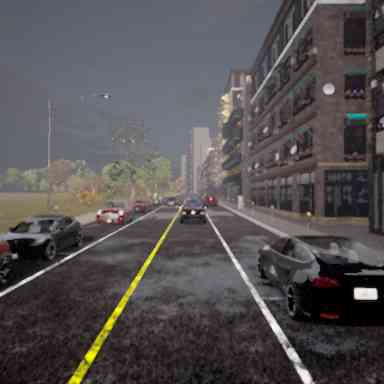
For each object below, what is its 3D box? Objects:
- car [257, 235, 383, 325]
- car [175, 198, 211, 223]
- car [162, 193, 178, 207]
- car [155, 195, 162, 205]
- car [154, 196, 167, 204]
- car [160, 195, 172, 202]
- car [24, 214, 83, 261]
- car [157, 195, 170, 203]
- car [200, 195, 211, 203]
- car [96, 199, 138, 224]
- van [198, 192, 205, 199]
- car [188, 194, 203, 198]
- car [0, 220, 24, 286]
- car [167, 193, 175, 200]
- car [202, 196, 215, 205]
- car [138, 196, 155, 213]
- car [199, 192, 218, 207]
[{"bbox_3d":[2.569,1.533,7.001,1.947,1.339,4.313,1,0,0],"label":"car"},{"bbox_3d":[0.083,1.435,24.552,2.033,1.411,5.357,0,0,0],"label":"car"},{"bbox_3d":[-2.864,1.312,47.817,1.812,1.442,4.674,0,0,0],"label":"car"},{"bbox_3d":[-5.340,1.321,51.611,2.008,1.369,4.403,1,0,0],"label":"car"},{"bbox_3d":[-5.344,1.328,57.265,1.802,1.307,4.206,1,0,0],"label":"car"},{"bbox_3d":[-5.351,1.250,68.573,2.008,1.369,4.403,1,0,0],"label":"car"},{"bbox_3d":[-5.315,1.511,12.034,1.947,1.339,4.313,1,0,0],"label":"car"},{"bbox_3d":[-5.347,1.268,62.919,1.887,1.381,4.507,1,0,0],"label":"car"},{"bbox_3d":[2.532,1.285,63.610,1.947,1.339,4.313,1,0,0],"label":"car"},{"bbox_3d":[-5.321,1.335,23.341,1.967,1.590,4.097,1,0,0],"label":"car"},{"bbox_3d":[2.520,0.967,86.253,1.690,1.788,3.998,1,0,0],"label":"van"},{"bbox_3d":[0.074,1.340,41.107,1.812,1.442,4.674,0,0,0],"label":"car"},{"bbox_3d":[-5.310,1.411,6.379,1.967,1.590,4.097,1,0,0],"label":"car"},{"bbox_3d":[-5.360,1.070,85.534,1.967,1.590,4.097,1,0,0],"label":"car"},{"bbox_3d":[2.540,1.311,52.289,1.887,1.381,4.507,1,0,0],"label":"car"},{"bbox_3d":[-5.329,1.389,34.649,1.887,1.381,4.507,1,0,0],"label":"car"},{"bbox_3d":[2.546,1.106,46.627,2.192,1.841,5.009,1,0,0],"label":"car"}]
